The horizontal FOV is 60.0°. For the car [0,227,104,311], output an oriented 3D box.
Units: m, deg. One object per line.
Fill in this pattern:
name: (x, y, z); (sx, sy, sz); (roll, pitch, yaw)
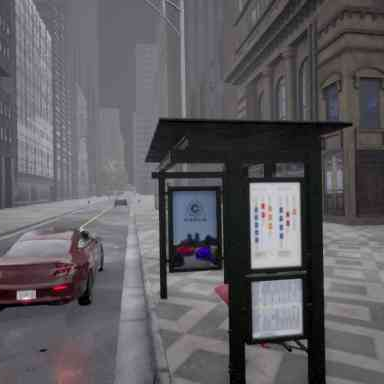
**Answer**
car: (-3.150, 1.535, 7.759); (1.812, 1.442, 4.674); (-1, 0, -10)

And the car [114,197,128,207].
car: (-10.987, 1.494, 51.500); (1.882, 1.535, 5.008); (-1, 0, -10)
